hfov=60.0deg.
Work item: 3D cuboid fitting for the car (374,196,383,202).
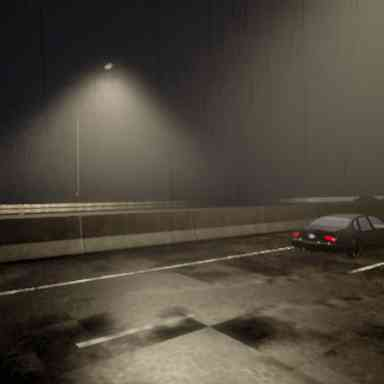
[{"bbox_3d":[27.091,1.259,44.777,4.902,1.511,2.128,0,0,-35],"label":"car"}]

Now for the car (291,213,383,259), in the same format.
[{"bbox_3d":[5.973,1.489,12.347,5.357,1.411,2.033,0,0,-35],"label":"car"}]

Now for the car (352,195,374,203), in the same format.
[{"bbox_3d":[24.827,1.274,47.459,4.892,1.490,1.837,0,0,-35],"label":"car"}]
